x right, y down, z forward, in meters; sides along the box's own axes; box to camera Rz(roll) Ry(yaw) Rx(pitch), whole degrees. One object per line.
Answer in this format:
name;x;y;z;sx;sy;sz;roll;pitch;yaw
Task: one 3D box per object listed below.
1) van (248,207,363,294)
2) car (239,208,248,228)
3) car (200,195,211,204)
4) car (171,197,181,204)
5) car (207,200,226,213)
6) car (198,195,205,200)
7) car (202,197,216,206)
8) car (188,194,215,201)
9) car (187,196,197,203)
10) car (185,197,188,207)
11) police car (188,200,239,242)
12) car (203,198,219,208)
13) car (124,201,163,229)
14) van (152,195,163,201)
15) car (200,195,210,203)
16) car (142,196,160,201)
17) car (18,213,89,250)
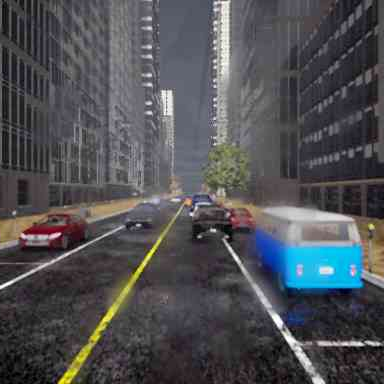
van;2.691;1.340;8.517;1.690;1.788;3.998;0;0;0
car;2.692;1.578;19.900;1.802;1.307;4.206;0;0;0
car;2.697;1.400;65.441;1.967;1.590;4.097;0;0;0
car;-3.017;1.565;62.943;1.895;1.301;4.718;0;0;1
car;2.694;1.575;36.978;1.802;1.307;4.206;0;0;0
car;2.700;1.448;93.903;1.887;1.381;4.507;0;0;0
car;2.696;1.530;54.056;2.008;1.369;4.403;0;0;0
car;0.903;1.219;32.565;2.150;2.045;5.566;0;0;0
car;0.006;1.476;67.298;1.812;1.442;4.674;0;0;0
car;0.005;1.334;52.267;2.097;1.767;4.553;0;0;0
police car;0.901;1.423;16.646;1.930;1.638;5.238;0;0;0
car;2.695;1.537;48.363;2.008;1.369;4.403;0;0;0
car;-3.099;1.543;21.942;2.033;1.411;5.357;0;0;0
van;-5.685;1.320;54.060;1.690;1.788;3.998;0;0;0
car;2.698;1.391;71.133;1.967;1.590;4.097;0;0;0
car;-5.686;1.542;42.675;2.008;1.369;4.403;0;0;0
car;-5.690;1.580;14.212;1.802;1.307;4.206;0;0;0
